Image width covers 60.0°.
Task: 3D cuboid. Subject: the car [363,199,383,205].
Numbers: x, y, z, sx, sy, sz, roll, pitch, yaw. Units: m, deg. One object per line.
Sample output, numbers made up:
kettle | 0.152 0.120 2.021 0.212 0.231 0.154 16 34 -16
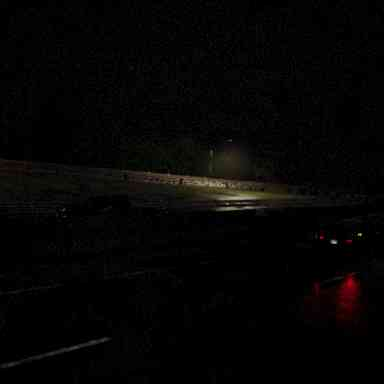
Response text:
car | 26.930 1.667 48.838 4.181 1.385 1.994 0 0 -35

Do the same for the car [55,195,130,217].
car | -7.126 1.235 24.690 5.566 2.045 2.150 0 0 -35

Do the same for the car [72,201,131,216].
car | -5.056 1.540 21.868 4.674 1.442 1.812 0 0 -35

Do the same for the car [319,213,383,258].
car | 6.811 1.550 12.881 4.674 1.442 1.812 0 0 -35

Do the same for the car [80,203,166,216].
car | -3.222 1.561 18.878 5.357 1.411 2.033 0 0 -35
